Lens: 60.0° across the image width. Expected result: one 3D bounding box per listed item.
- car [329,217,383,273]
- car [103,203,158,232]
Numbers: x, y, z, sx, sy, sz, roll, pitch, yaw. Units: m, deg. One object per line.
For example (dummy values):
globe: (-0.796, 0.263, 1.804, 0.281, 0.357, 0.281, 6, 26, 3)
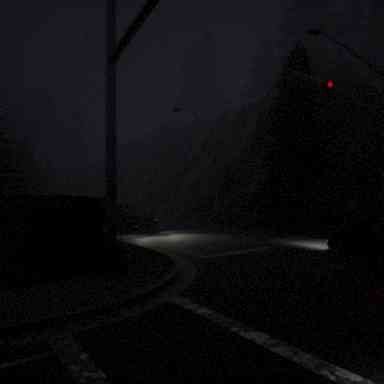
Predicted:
car: (6.061, 1.526, 10.527, 1.812, 1.442, 4.674, 1, 0, 1)
car: (-3.944, 1.478, 20.356, 1.882, 1.535, 5.008, 0, 0, -37)
